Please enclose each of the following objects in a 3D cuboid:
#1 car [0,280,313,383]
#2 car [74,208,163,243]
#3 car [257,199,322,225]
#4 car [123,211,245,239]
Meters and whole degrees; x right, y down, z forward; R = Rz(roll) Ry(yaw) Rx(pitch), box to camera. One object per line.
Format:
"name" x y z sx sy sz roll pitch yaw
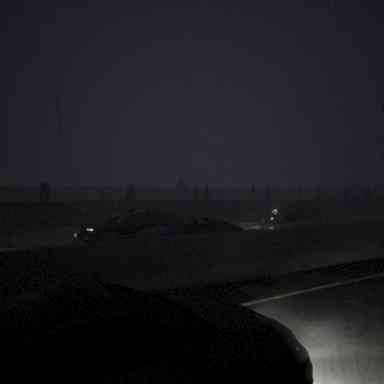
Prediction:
"car" -0.833 1.556 2.948 4.181 1.385 1.994 0 0 -34
"car" -2.551 1.461 14.569 4.902 1.511 2.128 0 0 -31
"car" 6.864 1.332 23.536 4.553 1.767 2.097 0 0 -24
"car" -0.037 1.544 11.998 4.181 1.385 1.994 0 0 -31
